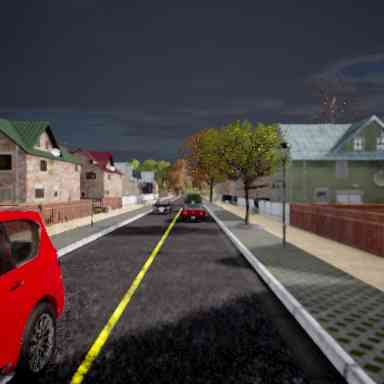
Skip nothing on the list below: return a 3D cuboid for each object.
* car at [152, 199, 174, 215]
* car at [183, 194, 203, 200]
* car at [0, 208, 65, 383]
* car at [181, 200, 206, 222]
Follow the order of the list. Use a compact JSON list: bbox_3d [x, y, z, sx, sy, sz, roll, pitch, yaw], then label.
[{"bbox_3d":[-2.844,1.452,33.390,2.128,1.511,4.902,0,0,0],"label":"car"},{"bbox_3d":[0.097,1.179,38.227,2.150,2.045,5.566,0,1,0],"label":"car"},{"bbox_3d":[-2.848,1.218,2.449,2.150,2.045,5.566,0,0,0],"label":"car"},{"bbox_3d":[0.098,1.571,26.337,1.895,1.301,4.718,0,0,0],"label":"car"}]
